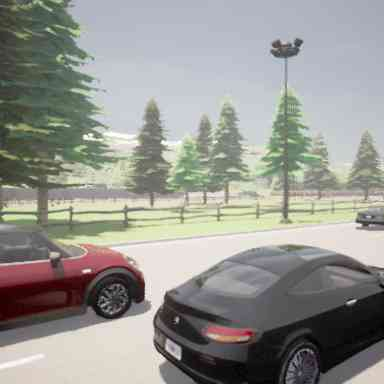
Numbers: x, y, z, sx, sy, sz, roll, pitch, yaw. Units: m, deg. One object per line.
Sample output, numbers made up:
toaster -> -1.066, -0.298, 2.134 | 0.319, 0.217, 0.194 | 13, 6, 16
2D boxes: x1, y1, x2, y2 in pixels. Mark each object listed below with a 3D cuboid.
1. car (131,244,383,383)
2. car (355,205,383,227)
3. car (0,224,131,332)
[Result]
car -> 1.671, 1.524, 4.938 | 4.674, 1.442, 1.812 | 0, 0, -36
car -> 12.600, 1.540, 21.334 | 5.357, 1.411, 2.033 | 0, 0, -36
car -> -3.100, 1.351, 5.835 | 4.553, 1.767, 2.097 | 0, 0, -36
